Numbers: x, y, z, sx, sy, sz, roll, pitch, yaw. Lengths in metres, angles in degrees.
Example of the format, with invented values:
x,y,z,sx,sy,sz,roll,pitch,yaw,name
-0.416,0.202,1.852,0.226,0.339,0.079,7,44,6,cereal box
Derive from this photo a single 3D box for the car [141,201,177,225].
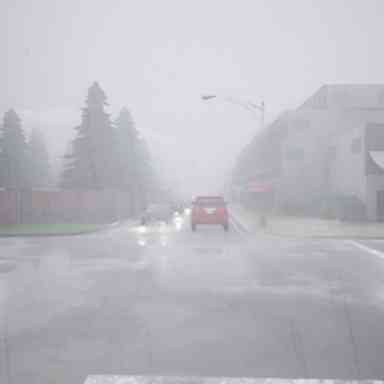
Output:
x,y,z,sx,sy,sz,roll,pitch,yaw,name
-2.431,1.499,24.115,1.812,1.442,4.674,0,0,3,car

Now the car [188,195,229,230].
x,y,z,sx,sy,sz,roll,pitch,yaw,name
1.113,1.203,20.980,2.150,2.045,5.566,0,0,3,car

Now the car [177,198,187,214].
x,y,z,sx,sy,sz,roll,pitch,yaw,name
-1.903,1.563,34.290,1.895,1.301,4.718,0,0,3,car
